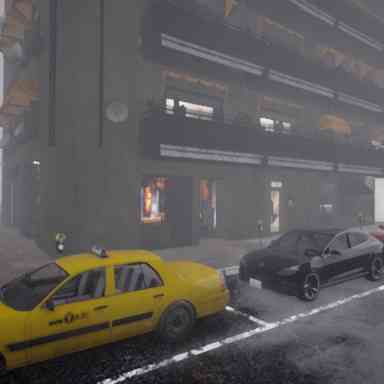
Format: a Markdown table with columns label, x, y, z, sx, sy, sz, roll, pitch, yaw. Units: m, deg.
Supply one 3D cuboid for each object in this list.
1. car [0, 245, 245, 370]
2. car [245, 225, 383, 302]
| label | x | y | z | sx | sy | sz | roll | pitch | yaw |
| --- | --- | --- | --- | --- | --- | --- | --- | --- | --- |
| car | -1.638 | 1.525 | 4.915 | 4.829 | 1.417 | 1.752 | 0 | 1 | -35 |
| car | 3.125 | 1.566 | 8.297 | 4.313 | 1.339 | 1.947 | 0 | 1 | -35 |
